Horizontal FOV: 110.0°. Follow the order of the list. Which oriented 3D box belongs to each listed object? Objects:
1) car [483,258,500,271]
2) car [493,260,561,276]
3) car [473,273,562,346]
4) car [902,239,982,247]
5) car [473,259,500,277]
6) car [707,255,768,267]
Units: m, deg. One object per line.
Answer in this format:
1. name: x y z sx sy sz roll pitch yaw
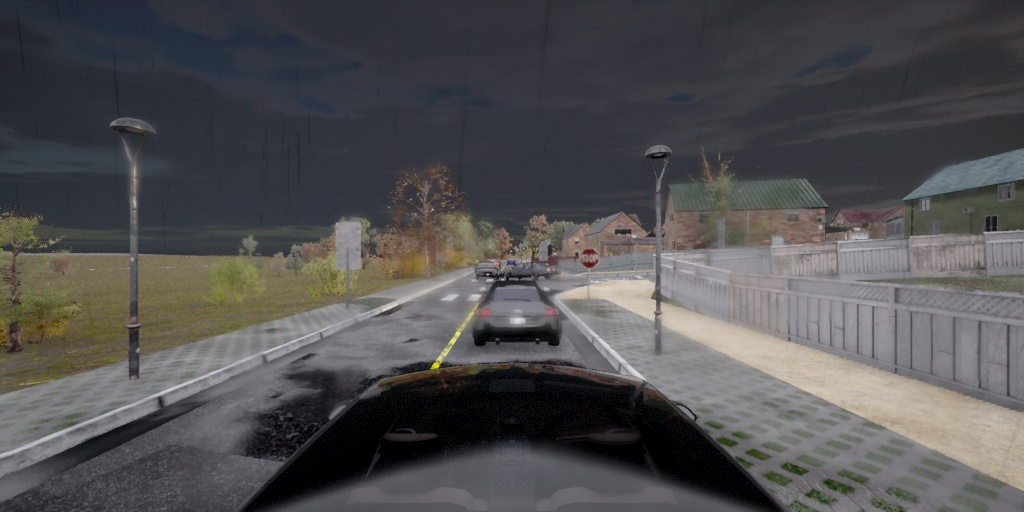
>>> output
1. car: -2.920 1.121 51.154 2.097 1.767 4.553 0 0 1
2. car: 1.297 1.198 28.430 5.357 1.411 2.033 -4 -3 43
3. car: 0.091 1.313 9.414 1.994 1.385 4.181 0 0 -1
4. car: 23.860 -0.209 20.418 4.902 1.511 2.128 -3 0 14
5. car: -2.294 1.258 31.336 1.837 1.490 4.892 0 0 -8
6. car: 14.356 0.413 22.826 4.181 1.385 1.994 -3 0 16
